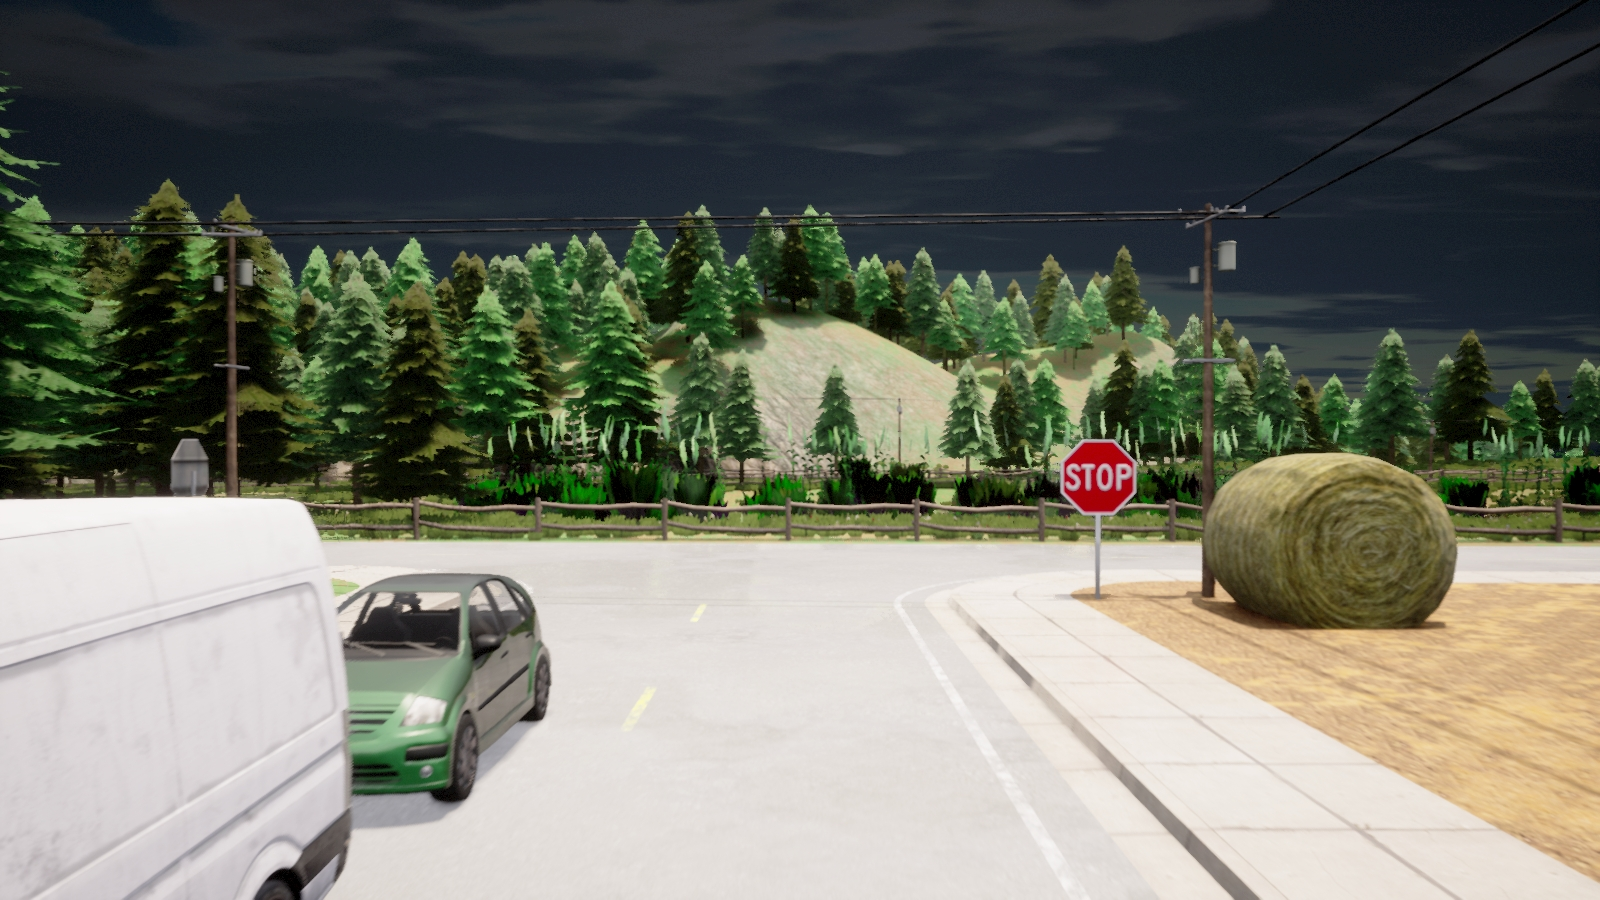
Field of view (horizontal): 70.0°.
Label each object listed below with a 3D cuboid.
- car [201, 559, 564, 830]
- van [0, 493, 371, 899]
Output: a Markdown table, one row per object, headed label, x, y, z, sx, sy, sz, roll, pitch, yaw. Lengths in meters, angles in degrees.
| label | x | y | z | sx | sy | sz | roll | pitch | yaw |
| --- | --- | --- | --- | --- | --- | --- | --- | --- | --- |
| car | -3.496 | 2.000 | 10.438 | 1.851 | 1.617 | 3.988 | 0 | 0 | 0 |
| van | -3.511 | 1.534 | 3.769 | 1.988 | 2.561 | 5.915 | 0 | 0 | 0 |
